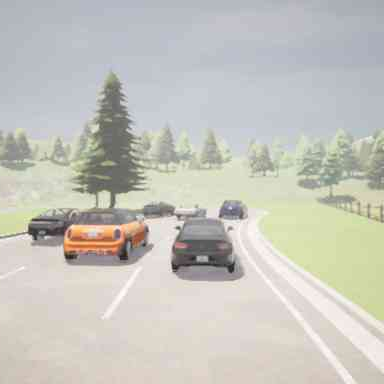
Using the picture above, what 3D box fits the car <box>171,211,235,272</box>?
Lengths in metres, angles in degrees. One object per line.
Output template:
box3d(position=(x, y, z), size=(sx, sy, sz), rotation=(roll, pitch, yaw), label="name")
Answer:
box3d(position=(0.392, 1.565, 10.907), size=(1.812, 1.442, 4.674), rotation=(0, 0, 3), label="car")

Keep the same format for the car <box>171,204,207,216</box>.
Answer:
box3d(position=(-0.001, 1.707, 30.168), size=(1.895, 1.301, 4.718), rotation=(0, 0, 16), label="car")

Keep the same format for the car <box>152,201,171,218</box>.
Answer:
box3d(position=(-3.058, 1.597, 32.028), size=(2.128, 1.511, 4.902), rotation=(0, 0, 16), label="car")

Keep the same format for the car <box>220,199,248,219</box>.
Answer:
box3d(position=(3.959, 1.471, 31.110), size=(2.097, 1.767, 4.553), rotation=(0, 0, 17), label="car")

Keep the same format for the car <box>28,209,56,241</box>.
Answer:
box3d(position=(-6.149, 1.536, 16.650), size=(2.128, 1.511, 4.902), rotation=(0, 0, 6), label="car")

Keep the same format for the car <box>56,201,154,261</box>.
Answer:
box3d(position=(-3.005, 1.390, 12.633), size=(2.097, 1.767, 4.553), rotation=(0, 0, 4), label="car")
